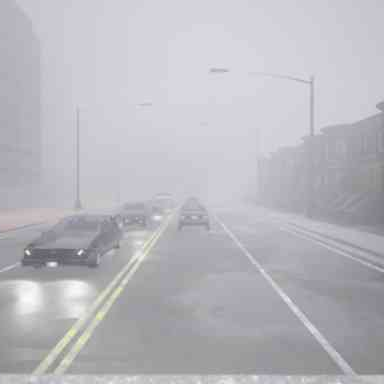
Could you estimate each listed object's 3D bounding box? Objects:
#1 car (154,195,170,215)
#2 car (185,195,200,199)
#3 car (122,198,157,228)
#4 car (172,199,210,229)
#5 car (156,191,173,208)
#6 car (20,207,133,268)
[{"bbox_3d":[-3.498,1.304,31.146,2.033,1.411,5.357,0,0,0],"label":"car"},{"bbox_3d":[0.035,1.127,44.883,1.882,1.535,5.008,0,0,0],"label":"car"},{"bbox_3d":[-3.566,1.342,20.822,1.837,1.490,4.892,0,0,0],"label":"car"},{"bbox_3d":[0.101,1.390,20.153,2.033,1.411,5.357,0,0,0],"label":"car"},{"bbox_3d":[-3.498,0.897,41.506,2.150,2.045,5.566,0,0,0],"label":"car"},{"bbox_3d":[-3.595,1.459,11.213,2.033,1.411,5.357,0,0,0],"label":"car"}]
